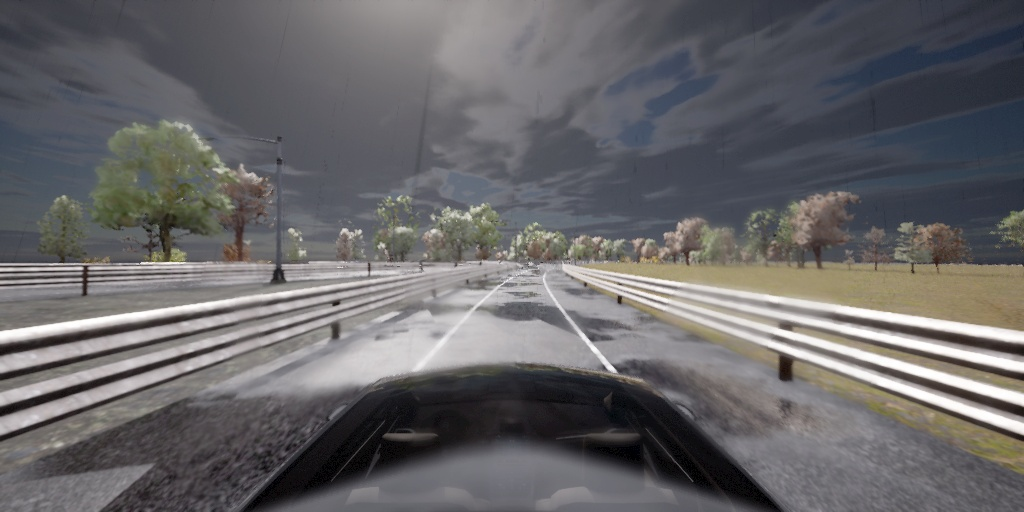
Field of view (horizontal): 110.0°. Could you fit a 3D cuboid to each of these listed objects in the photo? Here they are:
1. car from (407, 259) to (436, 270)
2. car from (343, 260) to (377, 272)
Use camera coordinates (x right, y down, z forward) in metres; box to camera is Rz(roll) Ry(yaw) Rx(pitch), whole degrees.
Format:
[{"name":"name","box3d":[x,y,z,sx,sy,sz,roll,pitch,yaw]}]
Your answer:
[{"name":"car","box3d":[-13.628,1.232,55.482,2.097,1.767,4.553,0,-1,17]},{"name":"car","box3d":[-19.798,1.258,46.998,1.882,1.535,5.008,0,-1,16]}]
